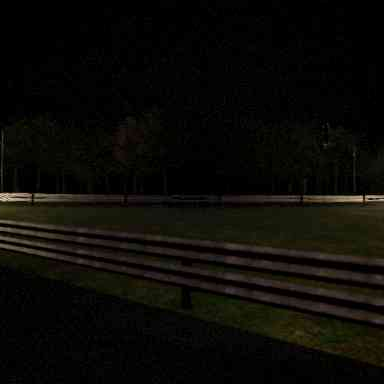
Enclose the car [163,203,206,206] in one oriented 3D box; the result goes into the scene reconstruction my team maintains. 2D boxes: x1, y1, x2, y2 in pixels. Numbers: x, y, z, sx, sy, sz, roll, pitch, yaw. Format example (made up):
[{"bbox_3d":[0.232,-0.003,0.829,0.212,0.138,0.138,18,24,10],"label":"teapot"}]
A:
[{"bbox_3d":[-0.887,1.044,40.851,5.357,1.411,2.033,0,0,-6],"label":"car"}]
